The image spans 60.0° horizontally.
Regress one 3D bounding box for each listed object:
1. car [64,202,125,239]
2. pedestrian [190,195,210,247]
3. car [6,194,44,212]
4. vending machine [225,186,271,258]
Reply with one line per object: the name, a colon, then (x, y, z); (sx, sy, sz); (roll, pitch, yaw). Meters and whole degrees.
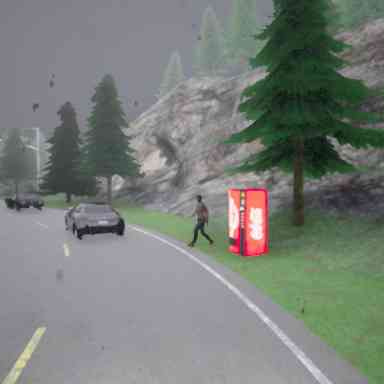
car: (-4.447, 1.118, 14.874); (1.994, 1.385, 4.181); (-1, 2, -28)
pedestrian: (0.259, 0.935, 11.225); (0.375, 1.860, 0.375); (-1, 2, -21)
car: (-13.716, 0.810, 27.138); (1.895, 1.301, 4.718); (-2, 2, -40)
vending machine: (1.722, 0.870, 10.301); (1.100, 2.100, 0.880); (-1, 2, -18)
